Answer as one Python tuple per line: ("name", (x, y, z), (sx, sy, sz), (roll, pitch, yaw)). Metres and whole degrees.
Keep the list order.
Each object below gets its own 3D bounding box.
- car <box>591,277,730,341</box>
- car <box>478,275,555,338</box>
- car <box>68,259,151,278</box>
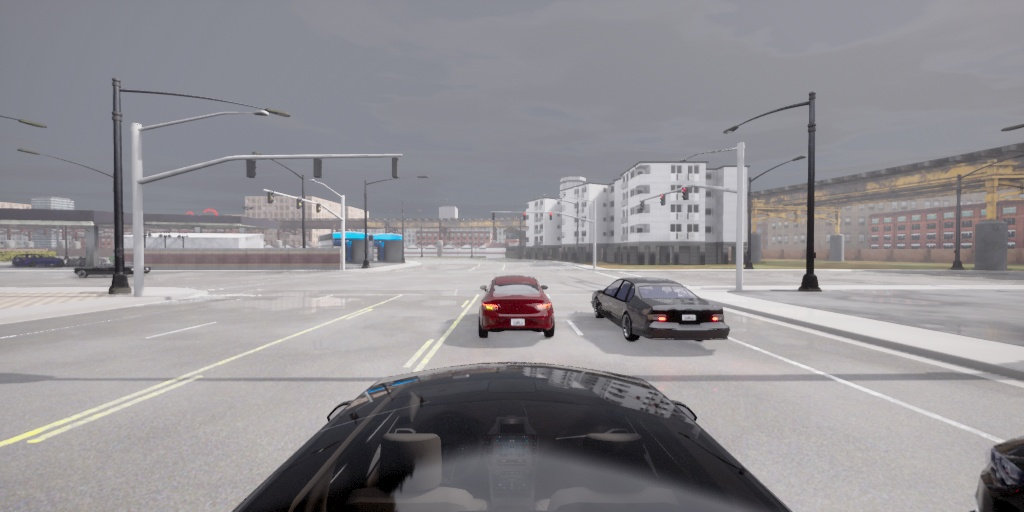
("car", (3.581, 1.287, 9.778), (2.033, 1.411, 5.357), (0, 0, 0))
("car", (0.070, 1.261, 10.062), (1.812, 1.442, 4.674), (0, 0, -1))
("car", (-33.711, 1.153, 30.251), (4.718, 1.301, 1.895), (0, 1, -1))
